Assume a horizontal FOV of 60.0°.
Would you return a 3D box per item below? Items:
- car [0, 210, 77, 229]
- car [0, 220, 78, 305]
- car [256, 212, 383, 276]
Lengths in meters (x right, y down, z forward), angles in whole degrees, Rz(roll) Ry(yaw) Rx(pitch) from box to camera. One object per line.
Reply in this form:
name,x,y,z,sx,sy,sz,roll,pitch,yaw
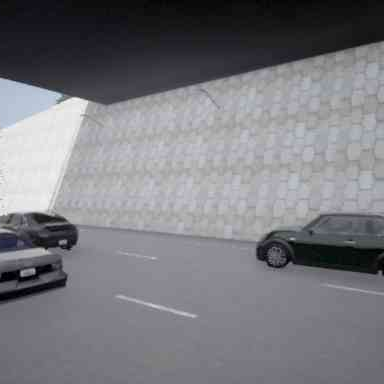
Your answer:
car,-6.419,1.484,12.879,4.892,1.490,1.837,0,0,36
car,-5.082,1.533,7.621,5.357,1.411,2.033,0,0,36
car,4.169,1.348,9.616,4.553,1.767,2.097,0,0,36
